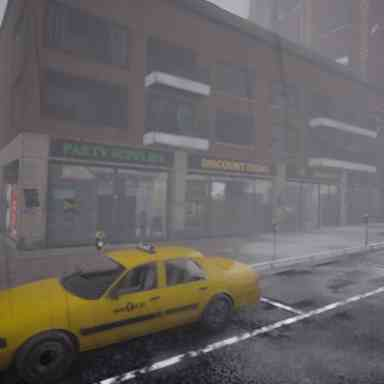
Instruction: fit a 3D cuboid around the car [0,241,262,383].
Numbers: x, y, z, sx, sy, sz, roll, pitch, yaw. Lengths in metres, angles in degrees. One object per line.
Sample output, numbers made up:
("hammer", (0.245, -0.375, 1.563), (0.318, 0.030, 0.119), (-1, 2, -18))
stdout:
("car", (-0.982, 1.536, 5.371), (4.829, 1.417, 1.752), (0, 1, -35))
